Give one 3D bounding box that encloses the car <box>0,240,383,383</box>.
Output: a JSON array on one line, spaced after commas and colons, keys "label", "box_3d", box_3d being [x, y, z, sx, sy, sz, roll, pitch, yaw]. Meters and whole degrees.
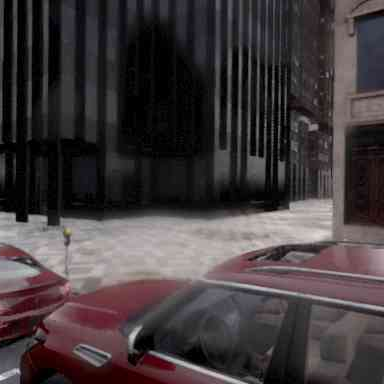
[{"label": "car", "box_3d": [0.871, 1.309, 2.336, 5.009, 1.841, 2.192, 1, 1, 35]}]
